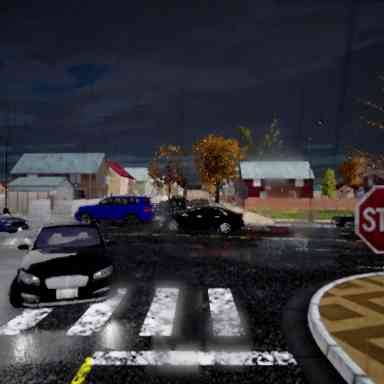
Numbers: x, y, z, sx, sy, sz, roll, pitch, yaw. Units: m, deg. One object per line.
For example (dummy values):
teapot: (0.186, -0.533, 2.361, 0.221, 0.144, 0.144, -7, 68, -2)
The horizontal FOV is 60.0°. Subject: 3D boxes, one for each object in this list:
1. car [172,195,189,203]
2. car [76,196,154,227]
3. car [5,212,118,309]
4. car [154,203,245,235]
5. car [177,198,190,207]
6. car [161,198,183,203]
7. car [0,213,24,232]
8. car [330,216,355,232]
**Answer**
car: (-1.841, 1.424, 45.168, 2.150, 2.045, 5.566, 0, 0, 2)
car: (-5.328, 1.301, 23.279, 5.566, 2.045, 2.150, 1, 0, 8)
car: (-2.991, 1.506, 8.182, 2.128, 1.511, 4.902, 0, 0, -19)
car: (0.572, 1.577, 19.180, 4.892, 1.490, 1.837, 1, 0, 8)
car: (-1.418, 1.790, 56.038, 1.812, 1.442, 4.674, 0, 0, 2)
car: (-2.444, 1.649, 33.534, 1.837, 1.490, 4.892, 0, -1, 6)
car: (-11.388, 1.493, 17.362, 5.357, 1.411, 2.033, 1, -1, 8)
car: (11.354, 1.857, 20.980, 4.718, 1.301, 1.895, 1, -1, 8)
